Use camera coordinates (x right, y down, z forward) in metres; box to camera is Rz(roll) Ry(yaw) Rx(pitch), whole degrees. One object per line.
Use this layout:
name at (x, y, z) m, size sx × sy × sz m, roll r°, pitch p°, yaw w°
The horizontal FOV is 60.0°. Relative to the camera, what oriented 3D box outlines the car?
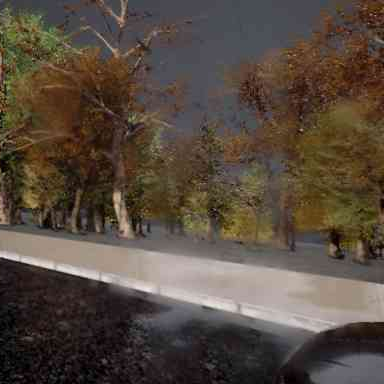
car at (2.847, 1.494, 1.659) m, size 4.902 × 1.511 × 2.128 m, roll 0°, pitch 0°, yaw 36°
